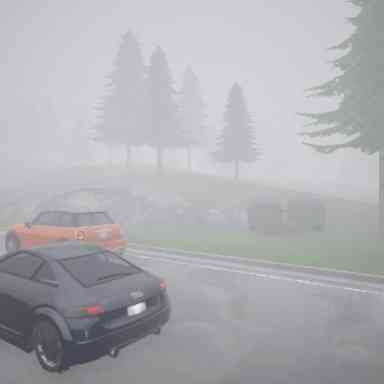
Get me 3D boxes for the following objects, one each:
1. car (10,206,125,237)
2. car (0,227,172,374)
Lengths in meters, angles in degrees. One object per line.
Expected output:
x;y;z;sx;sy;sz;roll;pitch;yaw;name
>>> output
-4.438;1.351;11.457;4.553;1.767;2.097;0;0;35;car
-2.378;1.563;5.688;4.181;1.385;1.994;0;0;35;car
